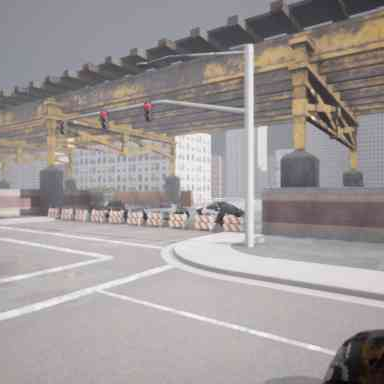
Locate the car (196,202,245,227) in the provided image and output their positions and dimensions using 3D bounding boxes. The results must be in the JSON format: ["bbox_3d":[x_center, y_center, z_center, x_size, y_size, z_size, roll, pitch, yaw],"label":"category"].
[{"bbox_3d":[2.157,1.462,22.900,2.038,1.542,4.974,0,0,-26],"label":"car"}]

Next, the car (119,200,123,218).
[{"bbox_3d":[-2.668,1.467,25.378,4.974,1.542,2.038,0,0,-1],"label":"car"}]

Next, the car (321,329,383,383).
[{"bbox_3d":[2.898,1.563,1.902,4.181,1.385,1.994,0,0,36],"label":"car"}]

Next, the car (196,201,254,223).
[{"bbox_3d":[2.134,1.305,22.947,1.853,1.218,4.536,0,0,-26],"label":"car"}]

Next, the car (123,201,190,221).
[{"bbox_3d":[-2.616,1.309,25.380,4.536,1.218,1.853,0,0,-1],"label":"car"}]

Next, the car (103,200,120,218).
[{"bbox_3d":[-6.423,1.471,28.049,2.038,1.542,4.974,0,0,-11],"label":"car"}]

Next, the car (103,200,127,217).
[{"bbox_3d":[-6.433,1.313,28.100,1.853,1.218,4.536,0,0,-11],"label":"car"}]
